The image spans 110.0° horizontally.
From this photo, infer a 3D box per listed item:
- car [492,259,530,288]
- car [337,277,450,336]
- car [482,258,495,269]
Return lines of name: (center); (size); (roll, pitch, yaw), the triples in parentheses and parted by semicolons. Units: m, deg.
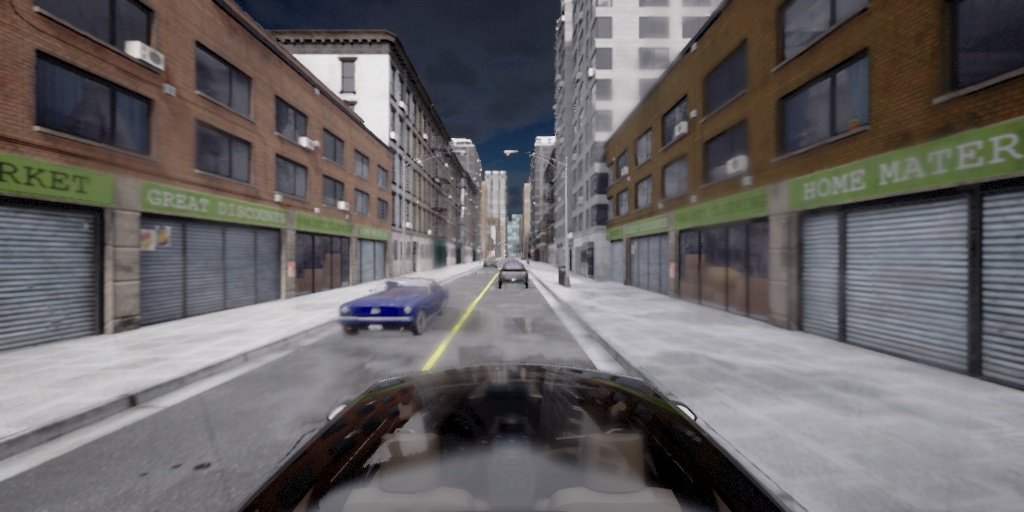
car: (0.092, 1.135, 22.748); (2.128, 1.511, 4.902); (0, 0, 0)
car: (-3.103, 1.305, 10.360); (1.895, 1.301, 4.718); (0, 0, 0)
car: (-3.086, 1.026, 50.772); (1.837, 1.490, 4.892); (0, 0, 0)
